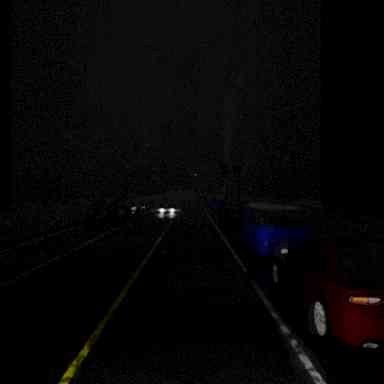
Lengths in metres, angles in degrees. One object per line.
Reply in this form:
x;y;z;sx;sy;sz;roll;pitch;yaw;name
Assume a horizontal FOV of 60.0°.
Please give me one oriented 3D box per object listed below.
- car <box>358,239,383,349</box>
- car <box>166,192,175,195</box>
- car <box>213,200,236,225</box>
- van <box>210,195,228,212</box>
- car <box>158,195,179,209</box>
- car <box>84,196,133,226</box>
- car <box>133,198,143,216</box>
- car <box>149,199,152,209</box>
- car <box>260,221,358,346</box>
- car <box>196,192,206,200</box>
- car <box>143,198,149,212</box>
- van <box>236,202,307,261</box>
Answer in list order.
2.762;1.311;0.785;2.192;1.841;5.009;0;0;0;car
-5.957;1.230;81.555;2.008;1.369;4.403;0;0;-1;car
2.762;1.472;22.837;1.947;1.339;4.313;0;0;0;car
2.762;1.203;33.861;1.690;1.788;3.998;0;0;0;van
-3.048;1.397;41.457;1.994;1.385;4.181;0;0;1;car
-5.764;1.222;22.833;2.192;1.841;5.009;0;0;0;car
-5.763;1.435;28.347;2.008;1.369;4.403;0;0;0;car
-5.763;1.391;39.373;2.008;1.369;4.403;0;0;0;car
2.762;1.518;6.299;1.887;1.381;4.507;0;0;0;car
2.568;1.229;81.629;2.008;1.369;4.403;0;0;-1;car
-5.763;1.389;33.690;1.752;1.417;4.829;0;0;0;car
2.762;1.292;11.811;1.690;1.788;3.998;0;0;0;van
